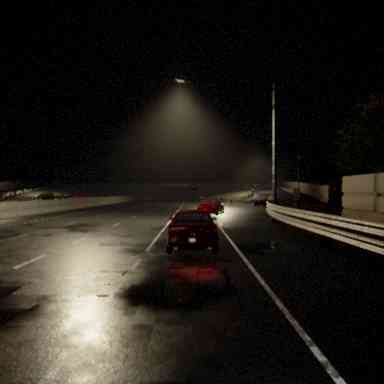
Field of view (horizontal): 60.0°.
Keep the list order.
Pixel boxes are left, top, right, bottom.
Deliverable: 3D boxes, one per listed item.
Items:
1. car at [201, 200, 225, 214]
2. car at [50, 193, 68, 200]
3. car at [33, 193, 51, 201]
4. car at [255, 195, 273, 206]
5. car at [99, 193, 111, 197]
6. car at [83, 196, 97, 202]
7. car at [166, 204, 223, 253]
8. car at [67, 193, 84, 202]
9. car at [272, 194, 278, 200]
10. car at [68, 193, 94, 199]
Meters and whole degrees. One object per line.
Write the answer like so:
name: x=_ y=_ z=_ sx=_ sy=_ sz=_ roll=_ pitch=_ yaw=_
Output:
car: x=1.990 y=1.491 z=32.853 sx=1.882 sy=1.535 sz=5.008 roll=-1 pitch=0 yaw=15
car: x=-24.389 y=1.399 z=62.974 sx=2.097 sy=1.767 sz=4.553 roll=0 pitch=0 yaw=0
car: x=-27.886 y=1.268 z=62.898 sx=2.150 sy=2.045 sz=5.566 roll=0 pitch=0 yaw=0
car: x=12.049 y=1.628 z=57.205 sx=2.128 sy=1.511 sz=4.902 roll=0 pitch=0 yaw=22
car: x=-20.854 y=1.327 z=79.551 sx=2.150 sy=2.045 sz=5.566 roll=0 pitch=0 yaw=0
car: x=-24.354 y=1.625 z=79.585 sx=1.812 sy=1.442 sz=4.674 roll=0 pitch=0 yaw=0
car: x=0.023 y=1.486 z=13.779 sx=1.882 sy=1.535 sz=5.008 roll=0 pitch=0 yaw=0
car: x=-27.854 y=1.325 z=79.545 sx=2.150 sy=2.045 sz=5.566 roll=0 pitch=0 yaw=0
car: x=18.323 y=1.284 z=74.807 sx=1.882 sy=1.535 sz=5.008 roll=0 pitch=2 yaw=17
car: x=-20.891 y=1.269 z=62.906 sx=2.150 sy=2.045 sz=5.566 roll=0 pitch=0 yaw=0
